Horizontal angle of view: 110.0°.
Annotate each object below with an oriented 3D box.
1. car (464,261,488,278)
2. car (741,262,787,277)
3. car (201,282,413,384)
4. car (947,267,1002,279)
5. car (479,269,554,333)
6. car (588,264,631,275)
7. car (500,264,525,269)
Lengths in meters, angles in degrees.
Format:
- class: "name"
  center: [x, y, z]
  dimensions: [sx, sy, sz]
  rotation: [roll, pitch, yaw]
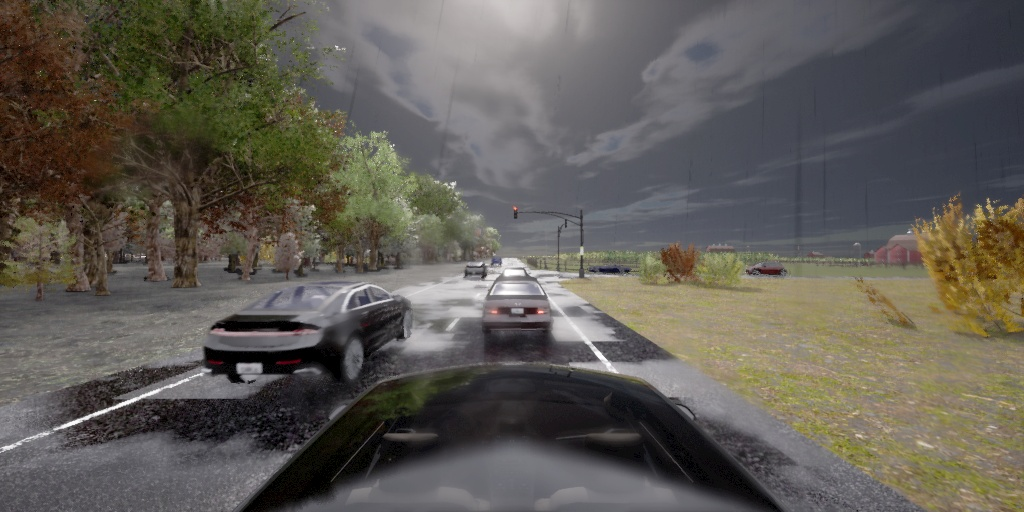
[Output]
- class: "car"
  center: [-3.329, 1.249, 33.757]
  dimensions: [2.128, 1.511, 4.902]
  rotation: [0, 0, 0]
- class: "car"
  center: [29.377, 1.480, 41.999]
  dimensions: [4.553, 1.767, 2.097]
  rotation: [1, -1, 0]
- class: "car"
  center: [-3.390, 1.242, 7.061]
  dimensions: [2.128, 1.511, 4.902]
  rotation: [0, 0, 0]
- class: "car"
  center: [48.670, 1.825, 38.258]
  dimensions: [5.357, 1.411, 2.033]
  rotation: [1, -1, 1]
- class: "car"
  center: [0.121, 1.300, 10.682]
  dimensions: [2.033, 1.411, 5.357]
  rotation: [0, 0, 0]
- class: "car"
  center: [11.476, 1.539, 42.502]
  dimensions: [4.718, 1.301, 1.895]
  rotation: [1, -1, 6]
- class: "car"
  center: [0.144, 1.318, 19.922]
  dimensions: [1.994, 1.385, 4.181]
  rotation: [0, 0, 0]
